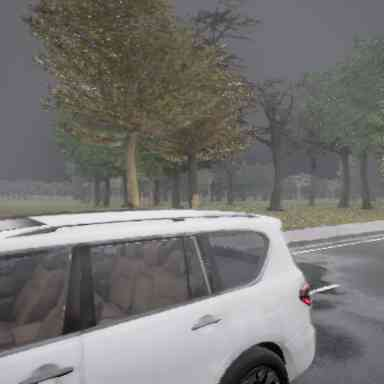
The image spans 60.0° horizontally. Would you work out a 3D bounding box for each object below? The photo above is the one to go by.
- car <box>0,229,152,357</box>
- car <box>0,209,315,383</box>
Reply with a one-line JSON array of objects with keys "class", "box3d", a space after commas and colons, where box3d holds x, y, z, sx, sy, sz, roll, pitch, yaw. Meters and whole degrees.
[{"class": "car", "box3d": [-3.489, 1.547, 5.190, 5.357, 1.411, 2.033, 0, 0, -35]}, {"class": "car", "box3d": [-1.316, 1.222, 2.745, 5.566, 2.045, 2.150, 0, 0, -35]}]
